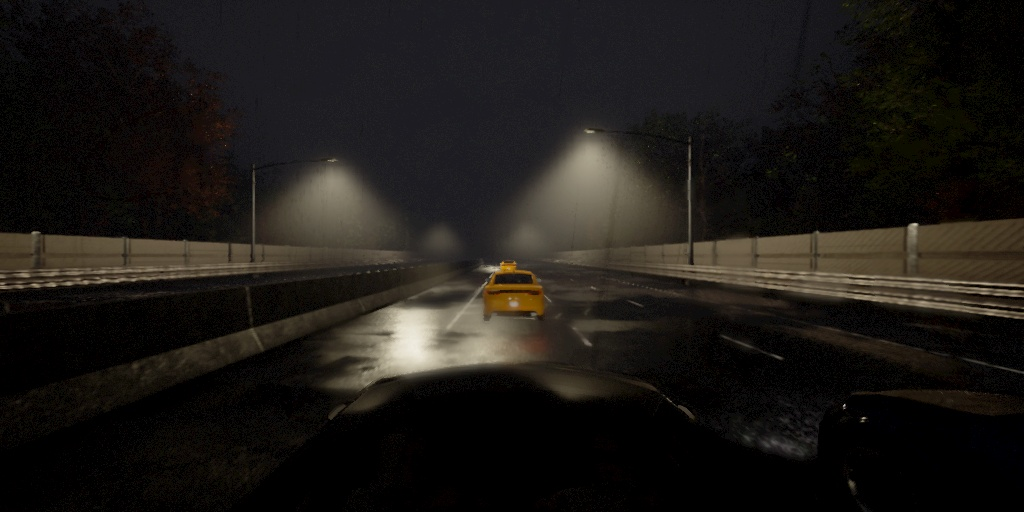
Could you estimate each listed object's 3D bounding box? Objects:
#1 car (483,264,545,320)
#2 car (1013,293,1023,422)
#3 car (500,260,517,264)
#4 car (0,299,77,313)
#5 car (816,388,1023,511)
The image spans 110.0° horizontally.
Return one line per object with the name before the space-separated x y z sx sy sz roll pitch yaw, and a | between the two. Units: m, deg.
car | 0.054 1.232 12.680 1.882 1.535 5.008 0 0 0
car | 7.091 1.226 1.894 1.882 1.535 5.008 0 0 0
car | -0.415 1.244 43.514 1.882 1.535 5.008 0 0 -1
car | -10.569 1.301 5.641 2.033 1.411 5.357 0 0 0
car | 3.591 1.313 1.309 1.994 1.385 4.181 0 0 0
